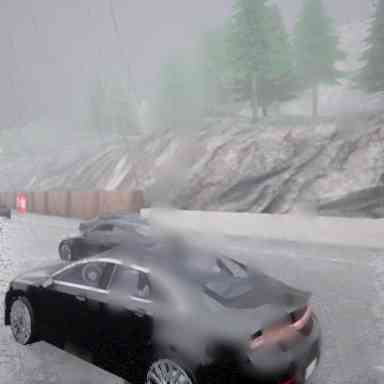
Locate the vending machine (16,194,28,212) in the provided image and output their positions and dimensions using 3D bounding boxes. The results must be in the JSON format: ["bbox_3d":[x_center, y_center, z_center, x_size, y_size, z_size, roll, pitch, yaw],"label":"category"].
[{"bbox_3d":[-19.967,1.285,39.035,1.100,2.100,0.880,0,0,-40],"label":"vending machine"}]

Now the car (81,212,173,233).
[{"bbox_3d":[-2.182,1.554,10.186,4.674,1.442,1.812,0,0,38],"label":"car"}]

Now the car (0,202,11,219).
[{"bbox_3d":[-17.069,1.554,28.549,2.128,1.511,4.902,0,0,-44],"label":"car"}]

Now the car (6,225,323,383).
[{"bbox_3d":[-0.784,1.505,4.697,4.902,1.511,2.128,0,0,37],"label":"car"}]

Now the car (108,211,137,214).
[{"bbox_3d":[-3.562,1.607,15.834,4.181,1.385,1.994,0,0,40],"label":"car"}]
